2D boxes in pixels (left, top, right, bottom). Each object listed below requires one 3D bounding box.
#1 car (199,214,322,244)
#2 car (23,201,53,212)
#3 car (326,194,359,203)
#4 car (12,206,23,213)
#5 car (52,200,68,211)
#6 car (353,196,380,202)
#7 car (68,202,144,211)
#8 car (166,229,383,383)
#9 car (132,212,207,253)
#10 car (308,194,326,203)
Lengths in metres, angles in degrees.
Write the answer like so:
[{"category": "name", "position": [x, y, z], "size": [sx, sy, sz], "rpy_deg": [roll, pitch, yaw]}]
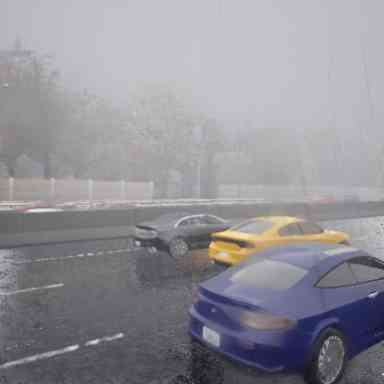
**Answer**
[{"category": "car", "position": [2.842, 1.484, 10.071], "size": [5.008, 1.535, 1.882], "rpy_deg": [0, 0, -36]}, {"category": "car", "position": [-10.523, 1.613, 26.578], "size": [4.718, 1.301, 1.895], "rpy_deg": [0, 0, -35]}, {"category": "car", "position": [23.476, 1.281, 50.757], "size": [5.566, 2.045, 2.150], "rpy_deg": [0, 0, -35]}, {"category": "car", "position": [-12.913, 1.491, 29.173], "size": [5.008, 1.535, 1.882], "rpy_deg": [0, 0, -35]}, {"category": "car", "position": [-7.292, 1.504, 24.584], "size": [4.902, 1.511, 2.128], "rpy_deg": [0, 0, -35]}, {"category": "car", "position": [25.858, 1.663, 48.178], "size": [4.718, 1.301, 1.895], "rpy_deg": [0, 0, -35]}, {"category": "car", "position": [-5.160, 1.489, 21.805], "size": [5.008, 1.535, 1.882], "rpy_deg": [0, 0, -35]}, {"category": "car", "position": [2.103, 1.529, 5.245], "size": [4.674, 1.442, 1.812], "rpy_deg": [0, 0, -35]}, {"category": "car", "position": [0.183, 1.499, 12.474], "size": [4.902, 1.511, 2.128], "rpy_deg": [0, 0, -36]}, {"category": "car", "position": [20.957, 1.282, 53.261], "size": [5.566, 2.045, 2.150], "rpy_deg": [0, 0, -35]}]
